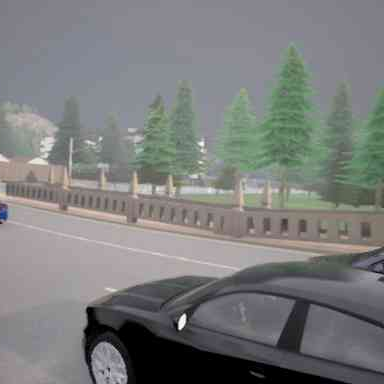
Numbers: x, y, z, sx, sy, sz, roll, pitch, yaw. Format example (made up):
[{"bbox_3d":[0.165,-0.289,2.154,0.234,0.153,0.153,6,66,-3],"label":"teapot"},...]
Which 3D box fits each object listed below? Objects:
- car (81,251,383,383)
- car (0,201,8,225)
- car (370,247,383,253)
[{"bbox_3d":[0.976,1.465,3.294,5.008,1.535,1.882,1,0,35],"label":"car"},{"bbox_3d":[-10.729,0.669,15.867,5.008,1.535,1.882,6,3,35],"label":"car"},{"bbox_3d":[3.727,1.564,5.633,4.181,1.385,1.994,1,0,35],"label":"car"}]
